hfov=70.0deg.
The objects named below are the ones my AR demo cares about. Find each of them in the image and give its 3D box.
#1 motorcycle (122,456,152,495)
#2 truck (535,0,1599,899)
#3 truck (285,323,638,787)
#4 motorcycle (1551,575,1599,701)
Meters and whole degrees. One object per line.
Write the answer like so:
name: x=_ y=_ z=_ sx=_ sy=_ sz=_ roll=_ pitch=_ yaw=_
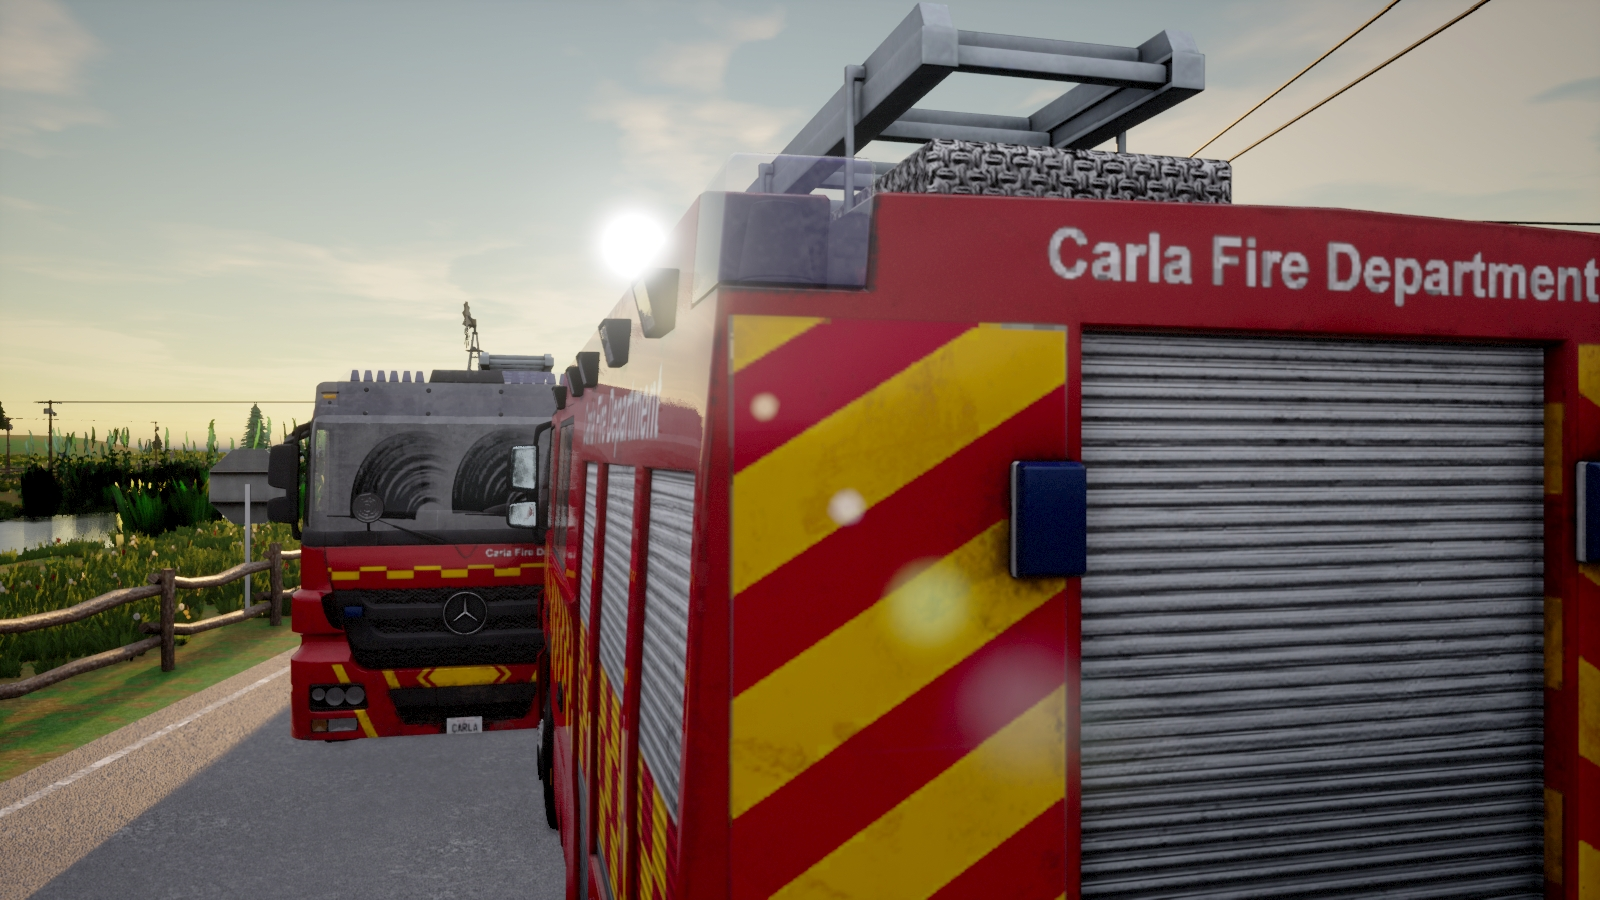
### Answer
motorcycle: x=-41.315 y=1.577 z=71.202 sx=0.803 sy=2.348 sz=2.033 roll=0 pitch=0 yaw=-4
truck: x=0.005 y=0.867 z=6.874 sx=2.891 sy=3.827 sz=8.468 roll=0 pitch=0 yaw=-15
truck: x=-3.907 y=0.862 z=13.889 sx=2.891 sy=3.827 sz=8.468 roll=0 pitch=0 yaw=-15
motorcycle: x=9.790 y=2.142 z=13.135 sx=1.805 sy=1.316 sz=0.856 roll=0 pitch=0 yaw=-7
